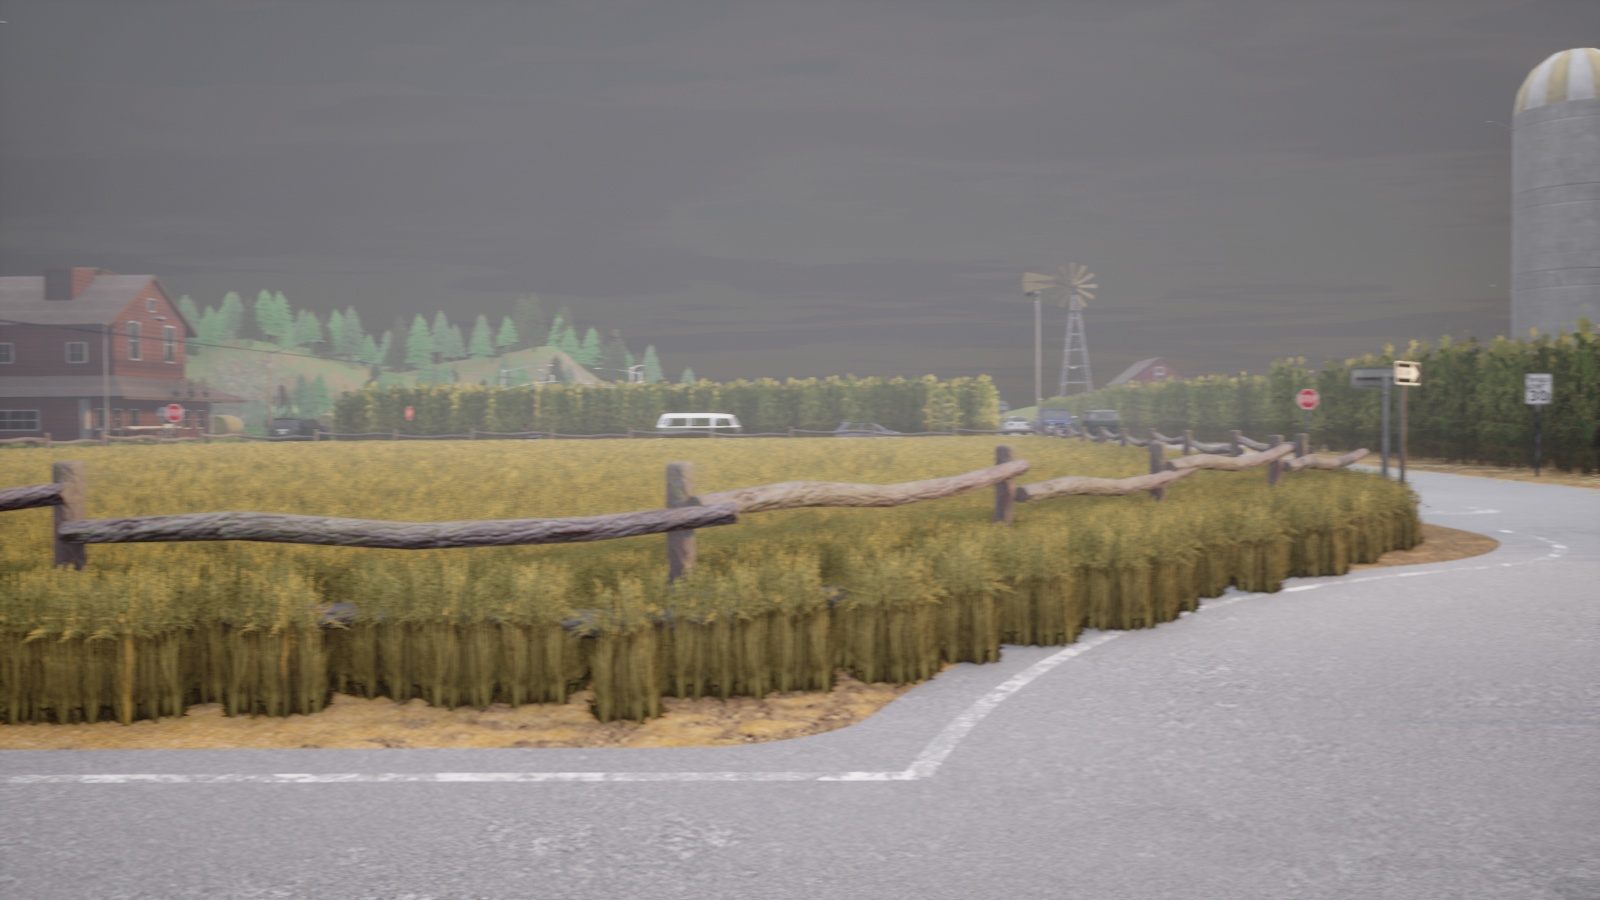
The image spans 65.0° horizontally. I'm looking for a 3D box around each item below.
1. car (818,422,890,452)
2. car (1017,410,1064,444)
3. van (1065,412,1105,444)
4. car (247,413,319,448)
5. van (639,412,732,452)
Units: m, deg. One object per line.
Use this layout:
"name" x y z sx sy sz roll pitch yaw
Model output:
"car" 2.785 -0.660 64.172 3.633 1.501 1.845 0 1 3
"car" 14.841 -1.427 77.880 2.150 2.045 5.566 0 1 3
"van" 18.074 -1.433 79.880 1.775 1.987 4.442 0 1 4
"car" -31.661 -1.212 77.126 2.150 2.045 5.566 0 1 0
"van" -5.875 -0.921 64.674 4.480 2.038 2.069 0 1 3
